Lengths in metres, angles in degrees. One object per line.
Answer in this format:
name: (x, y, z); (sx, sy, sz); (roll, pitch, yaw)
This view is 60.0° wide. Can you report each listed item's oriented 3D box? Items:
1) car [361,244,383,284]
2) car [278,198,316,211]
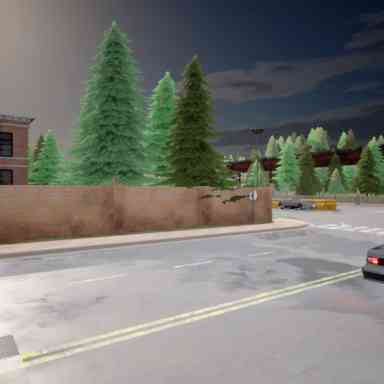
car: (6.347, 1.547, 8.253); (5.357, 1.411, 2.033); (0, 0, -35)
car: (12.754, 1.491, 40.468); (2.128, 1.511, 4.902); (0, 0, -35)
